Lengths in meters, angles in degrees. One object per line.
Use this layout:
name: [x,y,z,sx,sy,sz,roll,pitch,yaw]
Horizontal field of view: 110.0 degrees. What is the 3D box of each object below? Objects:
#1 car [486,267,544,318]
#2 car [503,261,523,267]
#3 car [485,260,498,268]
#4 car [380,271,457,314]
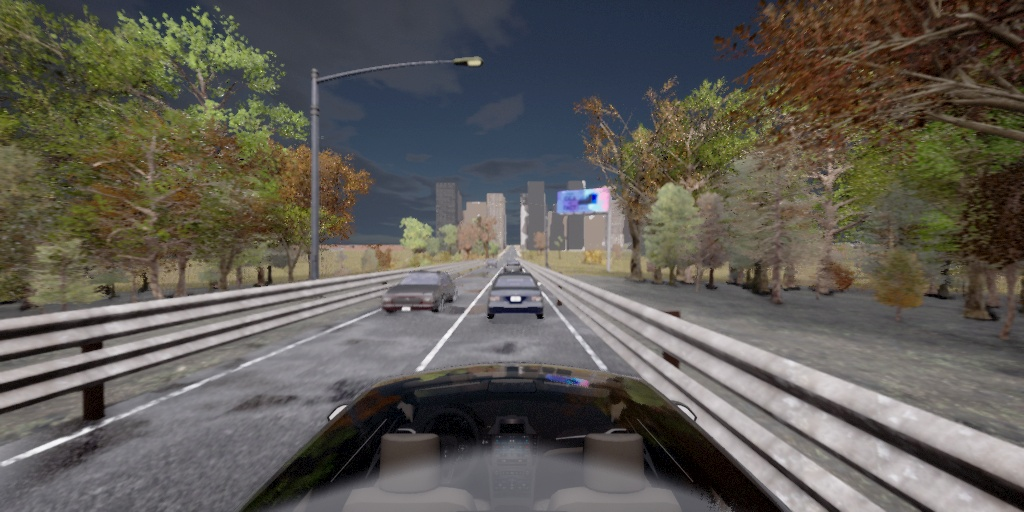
car: [0.106,1.289,12.919,2.033,1.411,5.357,0,0,0]
car: [0.101,1.215,36.748,2.128,1.511,4.902,0,0,0]
car: [-3.258,1.322,57.650,2.033,1.411,5.357,0,0,0]
car: [-3.343,1.288,13.998,2.033,1.411,5.357,0,0,0]
